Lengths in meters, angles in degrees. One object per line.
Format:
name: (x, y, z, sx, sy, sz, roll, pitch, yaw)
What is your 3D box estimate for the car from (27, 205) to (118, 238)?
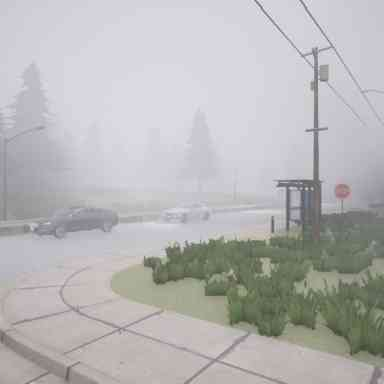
car: (-6.165, 1.492, 17.772, 2.128, 1.511, 4.902, 0, 0, 36)

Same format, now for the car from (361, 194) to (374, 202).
car: (40.420, 1.355, 76.466, 2.097, 1.767, 4.553, 0, 0, 36)

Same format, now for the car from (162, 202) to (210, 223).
car: (-0.319, 1.526, 25.845, 1.812, 1.442, 4.674, 0, 0, 36)
